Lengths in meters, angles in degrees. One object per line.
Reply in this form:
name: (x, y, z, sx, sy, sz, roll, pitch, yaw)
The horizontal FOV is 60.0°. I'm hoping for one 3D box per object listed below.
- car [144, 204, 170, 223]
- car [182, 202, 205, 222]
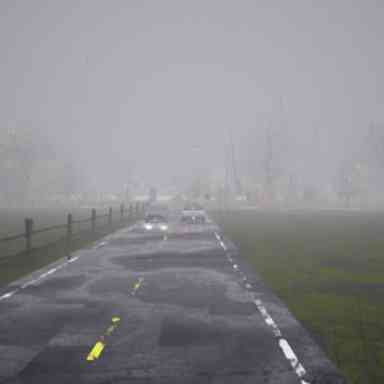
car: (-2.831, 1.765, 28.222, 2.033, 1.411, 5.357, 0, 0, 0)
car: (0.116, 1.824, 28.939, 1.895, 1.301, 4.718, 0, 0, 0)
